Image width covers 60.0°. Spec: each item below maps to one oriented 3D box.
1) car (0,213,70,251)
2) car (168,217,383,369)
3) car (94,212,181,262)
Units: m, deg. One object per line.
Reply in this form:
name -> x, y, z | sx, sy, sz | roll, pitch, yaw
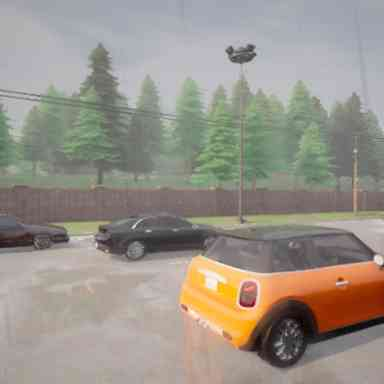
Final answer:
car -> -7.520, 1.522, 12.550 | 5.357, 1.411, 2.033 | 0, 0, -29
car -> 2.137, 1.369, 5.889 | 4.553, 1.767, 2.097 | 0, 0, -29
car -> -1.023, 1.513, 12.141 | 4.892, 1.490, 1.837 | 0, 0, -29
